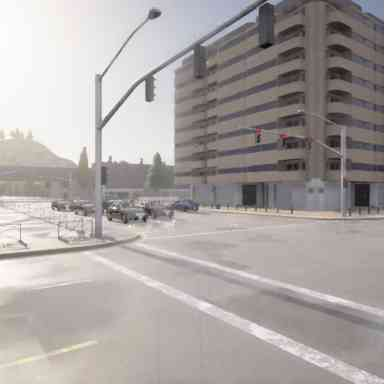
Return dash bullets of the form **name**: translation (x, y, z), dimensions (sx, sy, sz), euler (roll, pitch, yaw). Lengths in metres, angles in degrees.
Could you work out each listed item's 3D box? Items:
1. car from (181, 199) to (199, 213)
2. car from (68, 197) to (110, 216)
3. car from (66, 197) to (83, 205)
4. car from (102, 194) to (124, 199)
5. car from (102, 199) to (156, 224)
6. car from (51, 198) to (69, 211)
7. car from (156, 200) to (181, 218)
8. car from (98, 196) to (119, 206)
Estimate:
- **car**: translation (-1.017, 1.581, 38.475), dimensions (1.812, 1.442, 4.674), euler (0, 0, -35)
- **car**: translation (-10.341, 1.547, 33.186), dimensions (2.128, 1.511, 4.902), euler (0, 0, -35)
- **car**: translation (-22.039, 1.619, 62.167), dimensions (1.994, 1.385, 4.181), euler (0, 0, -35)
- **car**: translation (-9.127, 1.277, 37.528), dimensions (2.150, 2.045, 5.566), euler (0, 0, -35)
- **car**: translation (-5.094, 1.547, 25.773), dimensions (2.128, 1.511, 4.902), euler (0, 0, -35)
- **car**: translation (-16.146, 1.547, 41.402), dimensions (2.128, 1.511, 4.902), euler (0, 0, -35)
- **car**: translation (-3.427, 1.547, 29.477), dimensions (2.128, 1.511, 4.902), euler (0, 0, -35)
- **car**: translation (-14.554, 1.533, 57.654), dimensions (1.882, 1.535, 5.008), euler (0, 0, -35)
